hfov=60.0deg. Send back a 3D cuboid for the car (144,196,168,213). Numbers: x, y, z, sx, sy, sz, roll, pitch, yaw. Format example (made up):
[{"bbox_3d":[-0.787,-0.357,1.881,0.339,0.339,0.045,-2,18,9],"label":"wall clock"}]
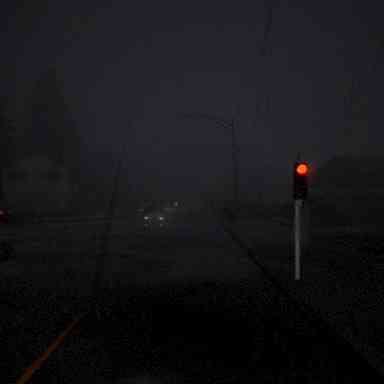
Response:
[{"bbox_3d":[-4.085,1.477,36.738,1.882,1.535,5.008,0,0,0],"label":"car"}]

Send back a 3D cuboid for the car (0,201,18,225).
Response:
[{"bbox_3d":[-14.133,1.352,21.930,4.553,1.767,2.097,0,0,0],"label":"car"}]

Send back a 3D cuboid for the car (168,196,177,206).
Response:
[{"bbox_3d":[-4.067,1.492,54.965,2.128,1.511,4.902,0,0,0],"label":"car"}]
